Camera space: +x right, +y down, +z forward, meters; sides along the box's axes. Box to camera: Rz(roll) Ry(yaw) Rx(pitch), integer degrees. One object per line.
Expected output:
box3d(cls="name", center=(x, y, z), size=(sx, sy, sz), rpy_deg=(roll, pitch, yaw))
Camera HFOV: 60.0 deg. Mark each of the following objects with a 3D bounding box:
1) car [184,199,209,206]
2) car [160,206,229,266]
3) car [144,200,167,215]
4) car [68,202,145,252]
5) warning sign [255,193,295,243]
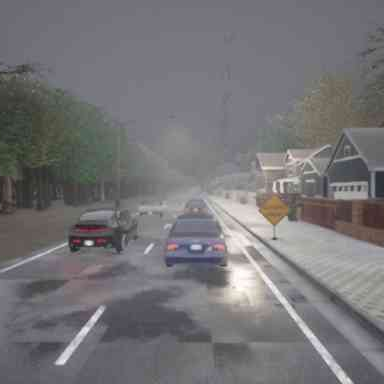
box3d(cls="car", center=(0.322, 1.277, 26.029), size=(2.033, 1.411, 5.357), rpy_deg=(0, 1, 1))
box3d(cls="car", center=(0.154, 1.433, 11.016), size=(2.033, 1.411, 5.357), rpy_deg=(0, 1, 1))
box3d(cls="car", center=(-3.146, 1.314, 27.605), size=(1.895, 1.301, 4.718), rpy_deg=(0, 1, 1))
box3d(cls="car", center=(-3.303, 1.369, 13.222), size=(1.837, 1.490, 4.892), rpy_deg=(0, 1, 1))
box3d(cls="warning sign", center=(3.192, 0.981, 12.915), size=(1.300, 1.860, 1.060), rpy_deg=(0, 0, 1))
